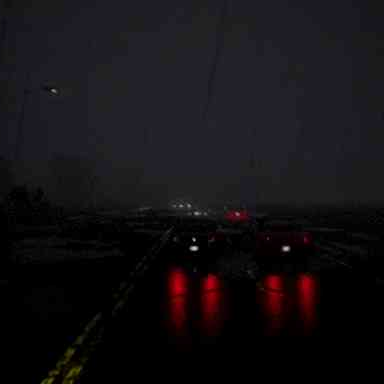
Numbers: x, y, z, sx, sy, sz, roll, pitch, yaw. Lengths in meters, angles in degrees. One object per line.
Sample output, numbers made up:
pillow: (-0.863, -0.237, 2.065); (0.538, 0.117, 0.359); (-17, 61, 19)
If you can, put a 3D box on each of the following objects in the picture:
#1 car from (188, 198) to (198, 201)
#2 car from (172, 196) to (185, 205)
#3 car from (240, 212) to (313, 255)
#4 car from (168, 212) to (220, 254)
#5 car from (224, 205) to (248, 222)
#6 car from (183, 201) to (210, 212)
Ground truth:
car: (0.342, 2.109, 72.010); (1.837, 1.490, 4.892); (0, 0, 6)
car: (-2.892, 1.838, 72.343); (2.150, 2.045, 5.566); (0, 0, 6)
car: (3.374, 1.731, 13.985); (1.895, 1.301, 4.718); (0, 0, 1)
car: (0.124, 1.731, 14.044); (1.895, 1.301, 4.718); (0, 0, 1)
car: (3.824, 1.826, 29.084); (1.994, 1.385, 4.181); (0, 0, 2)
car: (0.561, 1.808, 28.886); (2.033, 1.411, 5.357); (0, 0, 2)
